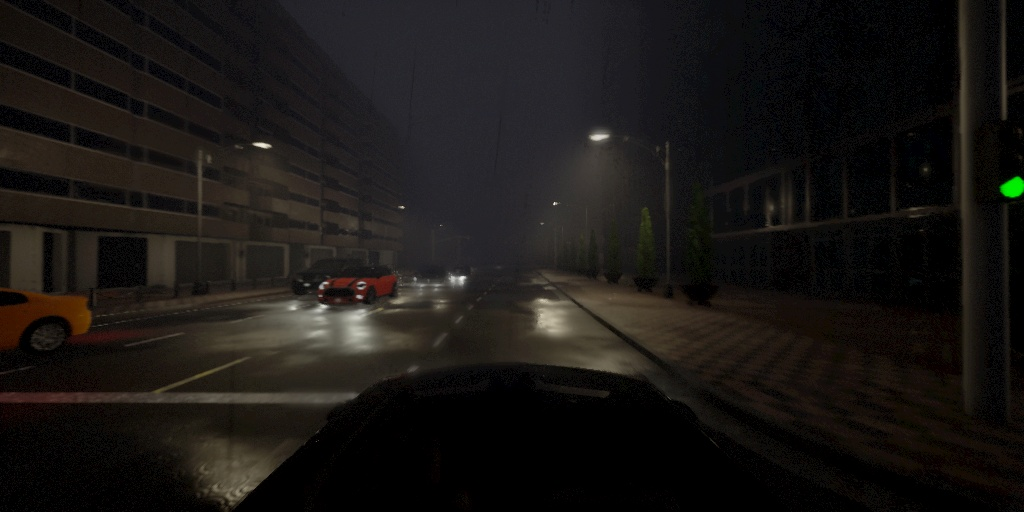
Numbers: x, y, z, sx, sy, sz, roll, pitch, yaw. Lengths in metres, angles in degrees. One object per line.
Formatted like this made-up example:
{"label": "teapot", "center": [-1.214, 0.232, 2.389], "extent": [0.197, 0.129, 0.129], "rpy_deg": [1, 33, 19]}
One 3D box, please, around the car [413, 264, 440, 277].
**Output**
{"label": "car", "center": [-9.813, 1.635, 41.569], "extent": [1.812, 1.442, 4.674], "rpy_deg": [0, -1, 2]}

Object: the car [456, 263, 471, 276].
{"label": "car", "center": [-6.205, 1.627, 44.097], "extent": [2.128, 1.511, 4.902], "rpy_deg": [0, -1, 1]}

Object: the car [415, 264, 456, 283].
{"label": "car", "center": [-6.612, 1.560, 31.242], "extent": [2.033, 1.411, 5.357], "rpy_deg": [0, -1, 1]}

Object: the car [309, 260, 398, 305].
{"label": "car", "center": [-6.964, 1.223, 16.690], "extent": [2.097, 1.767, 4.553], "rpy_deg": [0, -1, 1]}

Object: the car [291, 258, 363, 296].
{"label": "car", "center": [-10.376, 1.134, 21.021], "extent": [2.150, 2.045, 5.566], "rpy_deg": [0, -1, 1]}

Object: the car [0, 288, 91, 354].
{"label": "car", "center": [-10.575, 1.246, 6.033], "extent": [1.882, 1.535, 5.008], "rpy_deg": [0, 0, 0]}
